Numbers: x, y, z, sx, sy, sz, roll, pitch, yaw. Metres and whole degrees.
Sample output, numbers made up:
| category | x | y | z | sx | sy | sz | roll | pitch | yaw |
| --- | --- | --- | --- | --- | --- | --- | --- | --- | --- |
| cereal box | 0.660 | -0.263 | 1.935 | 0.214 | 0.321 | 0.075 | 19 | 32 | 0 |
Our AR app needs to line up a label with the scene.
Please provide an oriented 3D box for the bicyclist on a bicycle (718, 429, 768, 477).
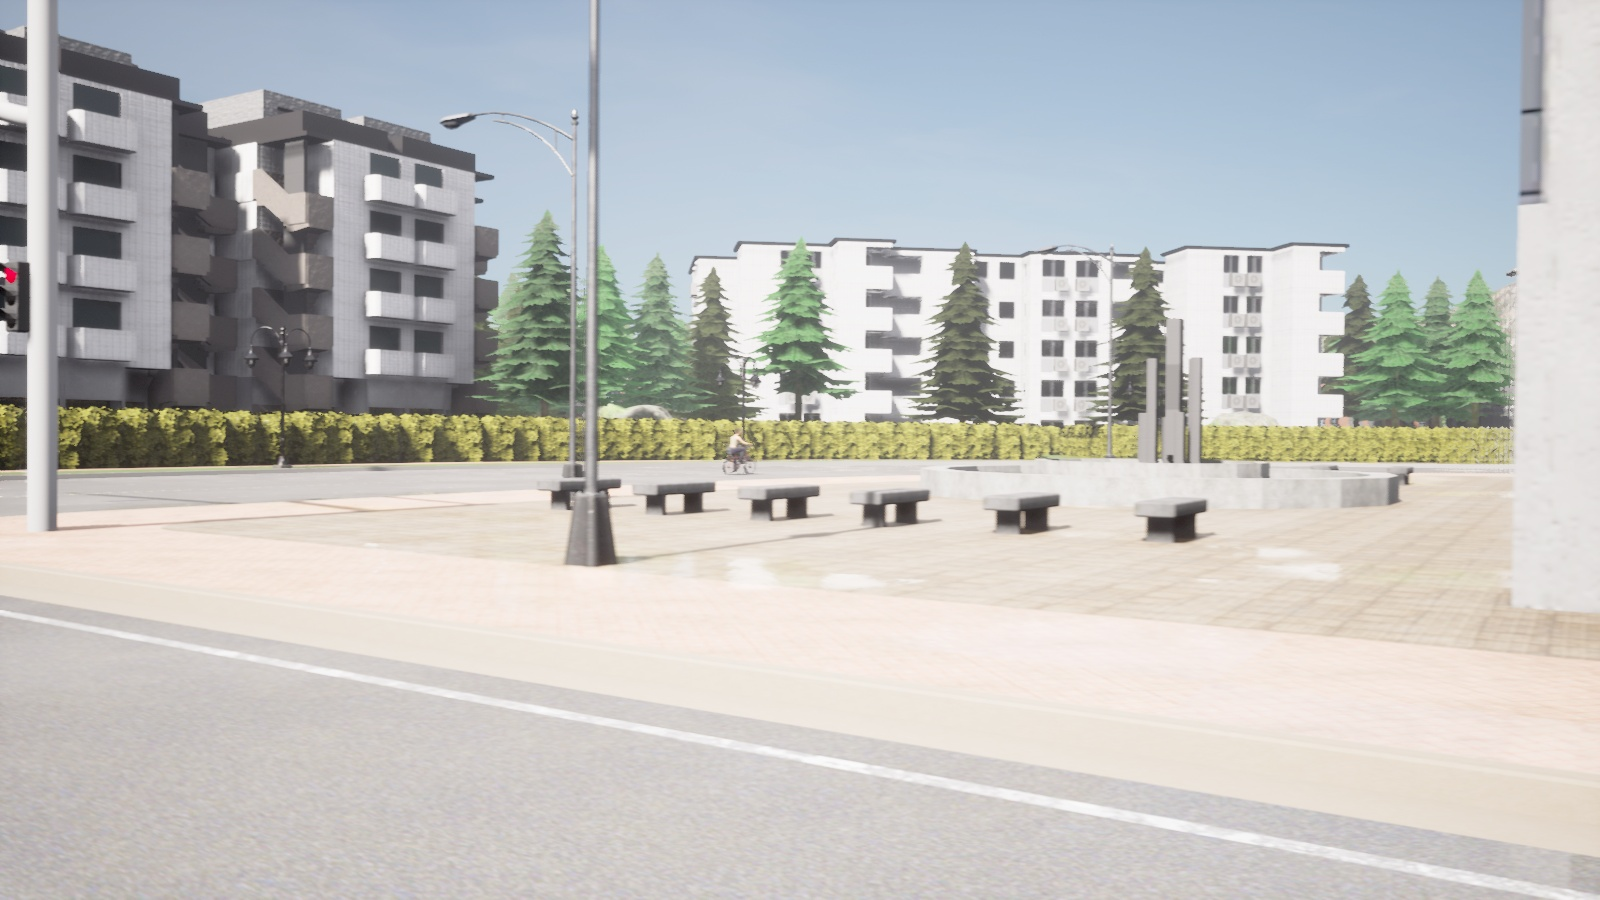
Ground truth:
| category | x | y | z | sx | sy | sz | roll | pitch | yaw |
| --- | --- | --- | --- | --- | --- | --- | --- | --- | --- |
| bicyclist on a bicycle | -1.953 | 0.096 | 43.212 | 1.509 | 1.612 | 0.866 | -1 | 1 | -43 |
